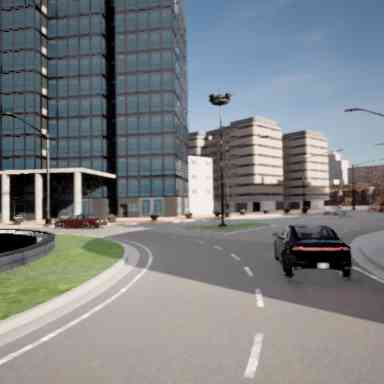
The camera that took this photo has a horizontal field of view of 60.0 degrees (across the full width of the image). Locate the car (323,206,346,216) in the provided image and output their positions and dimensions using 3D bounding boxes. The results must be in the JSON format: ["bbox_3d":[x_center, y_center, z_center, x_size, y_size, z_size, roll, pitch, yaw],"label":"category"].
[{"bbox_3d":[21.867,2.905,50.900,4.674,1.442,1.812,1,-3,-40],"label":"car"}]

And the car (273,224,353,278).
[{"bbox_3d":[3.878,1.826,11.250,2.128,1.511,4.902,-1,-2,9],"label":"car"}]

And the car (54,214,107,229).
[{"bbox_3d":[-11.203,2.976,33.483,5.357,1.411,2.033,-2,-2,20],"label":"car"}]

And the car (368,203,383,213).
[{"bbox_3d":[34.041,2.848,60.997,4.553,1.767,2.097,1,-3,-40],"label":"car"}]
